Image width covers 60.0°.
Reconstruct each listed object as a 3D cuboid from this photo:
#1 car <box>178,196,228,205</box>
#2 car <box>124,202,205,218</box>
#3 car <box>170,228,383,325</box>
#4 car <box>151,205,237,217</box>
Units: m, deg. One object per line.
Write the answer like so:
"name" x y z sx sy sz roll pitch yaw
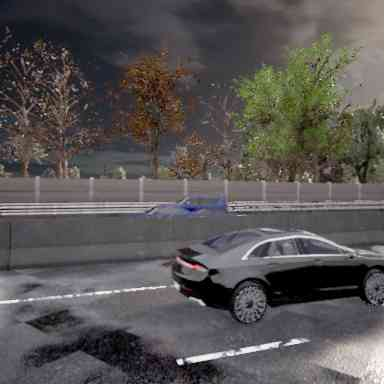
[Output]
"car" 0.126 1.288 25.094 5.566 2.045 2.150 0 0 -20
"car" -1.867 1.575 20.638 4.674 1.442 1.812 0 0 -20
"car" 1.990 1.513 6.943 4.902 1.511 2.128 0 0 -20
"car" 0.770 1.596 17.887 5.357 1.411 2.033 0 0 -20
